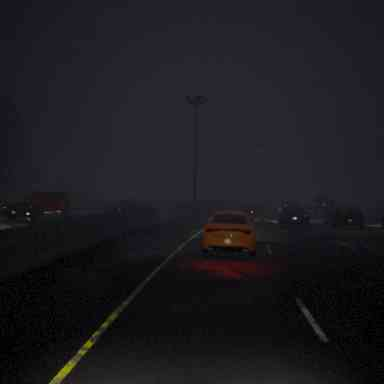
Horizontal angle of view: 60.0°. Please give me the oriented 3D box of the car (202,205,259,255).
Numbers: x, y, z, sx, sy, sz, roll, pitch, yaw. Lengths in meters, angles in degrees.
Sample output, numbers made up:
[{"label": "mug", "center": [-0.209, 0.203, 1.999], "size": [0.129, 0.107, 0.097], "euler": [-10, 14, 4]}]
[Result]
[{"label": "car", "center": [1.570, 1.490, 13.505], "size": [1.882, 1.535, 5.008], "euler": [1, 0, 9]}]

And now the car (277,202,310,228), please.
[{"label": "car", "center": [7.092, 1.680, 23.406], "size": [1.994, 1.385, 4.181], "euler": [1, 0, 13]}]

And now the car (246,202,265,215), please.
[{"label": "car", "center": [6.563, 1.689, 34.793], "size": [1.895, 1.301, 4.718], "euler": [1, 0, 17]}]

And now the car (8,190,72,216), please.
[{"label": "car", "center": [-13.250, 0.895, 29.516], "size": [2.150, 2.045, 5.566], "euler": [1, 0, 14]}]

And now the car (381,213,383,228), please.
[{"label": "car", "center": [13.786, 1.767, 21.434], "size": [1.837, 1.490, 4.892], "euler": [1, 0, 13]}]

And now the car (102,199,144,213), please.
[{"label": "car", "center": [-5.965, 1.375, 29.787], "size": [2.033, 1.411, 5.357], "euler": [1, 0, 15]}]

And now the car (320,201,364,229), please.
[{"label": "car", "center": [10.800, 1.673, 23.888], "size": [1.882, 1.535, 5.008], "euler": [1, 0, 13]}]

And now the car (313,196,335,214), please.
[{"label": "car", "center": [15.368, 1.493, 38.720], "size": [2.150, 2.045, 5.566], "euler": [1, 0, 20]}]

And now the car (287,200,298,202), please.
[{"label": "car", "center": [12.190, 1.726, 40.184], "size": [1.812, 1.442, 4.674], "euler": [1, 0, 20]}]

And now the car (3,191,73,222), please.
[{"label": "car", "center": [-10.912, 0.951, 24.105], "size": [2.150, 2.045, 5.566], "euler": [1, 0, 12]}]
